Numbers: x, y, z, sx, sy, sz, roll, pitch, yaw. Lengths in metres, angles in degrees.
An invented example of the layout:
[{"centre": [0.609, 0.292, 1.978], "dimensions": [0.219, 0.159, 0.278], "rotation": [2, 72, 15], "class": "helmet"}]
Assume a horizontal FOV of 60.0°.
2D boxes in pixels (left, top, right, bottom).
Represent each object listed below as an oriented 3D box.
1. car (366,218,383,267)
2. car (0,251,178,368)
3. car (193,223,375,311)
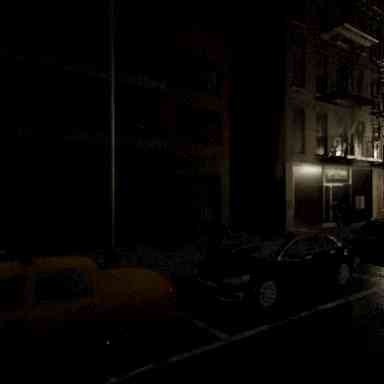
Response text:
[{"centre": [6.443, 1.558, 10.798], "dimensions": [4.313, 1.339, 1.947], "rotation": [0, 0, -36], "class": "car"}, {"centre": [-2.497, 1.525, 4.421], "dimensions": [4.829, 1.417, 1.752], "rotation": [0, 0, -36], "class": "car"}, {"centre": [2.042, 1.547, 7.658], "dimensions": [4.403, 1.369, 2.008], "rotation": [0, 0, -36], "class": "car"}]
